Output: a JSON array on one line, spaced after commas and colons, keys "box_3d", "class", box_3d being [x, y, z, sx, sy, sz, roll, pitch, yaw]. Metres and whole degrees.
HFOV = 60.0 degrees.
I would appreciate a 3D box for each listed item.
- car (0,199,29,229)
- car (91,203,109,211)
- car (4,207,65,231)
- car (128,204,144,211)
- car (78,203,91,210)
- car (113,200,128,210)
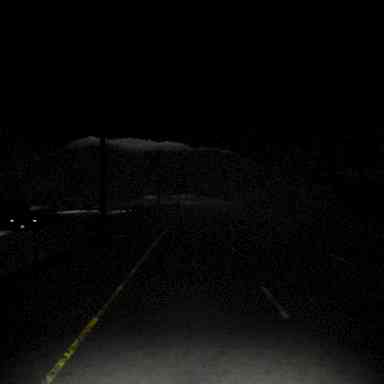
[{"box_3d": [-14.101, 1.561, 24.667, 2.150, 2.045, 5.566, 0, -1, 0], "class": "car"}, {"box_3d": [-17.516, 2.839, 64.749, 1.812, 1.442, 4.674, 0, -1, 0], "class": "car"}, {"box_3d": [-10.602, 1.912, 23.038, 1.895, 1.301, 4.718, 0, -1, 0], "class": "car"}, {"box_3d": [-10.516, 2.915, 64.793, 1.895, 1.301, 4.718, 0, -1, 0], "class": "car"}, {"box_3d": [-21.014, 2.865, 65.957, 2.128, 1.511, 4.902, 0, -2, 0], "class": "car"}, {"box_3d": [-14.015, 2.565, 65.947, 2.150, 2.045, 5.566, 0, -1, 0], "class": "car"}]
